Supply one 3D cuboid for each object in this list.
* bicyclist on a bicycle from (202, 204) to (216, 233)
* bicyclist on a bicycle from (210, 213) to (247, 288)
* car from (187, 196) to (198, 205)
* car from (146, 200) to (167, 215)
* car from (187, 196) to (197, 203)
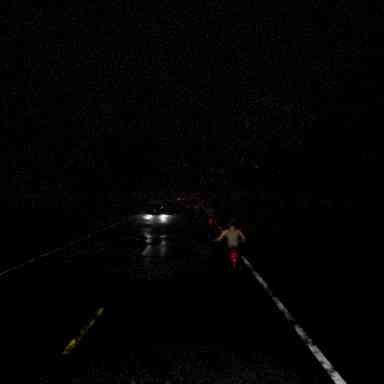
[{"bbox_3d":[0.981,1.437,17.780,0.866,1.612,1.509,0,0,0],"label":"bicyclist on a bicycle"},{"bbox_3d":[0.982,1.437,8.296,0.866,1.612,1.509,0,0,0],"label":"bicyclist on a bicycle"},{"bbox_3d":[0.097,1.527,58.731,1.812,1.442,4.674,0,0,0],"label":"car"},{"bbox_3d":[-3.598,1.527,34.721,1.812,1.442,4.674,0,0,0],"label":"car"},{"bbox_3d":[-0.002,1.540,73.665,2.033,1.411,5.357,0,0,0],"label":"car"}]
